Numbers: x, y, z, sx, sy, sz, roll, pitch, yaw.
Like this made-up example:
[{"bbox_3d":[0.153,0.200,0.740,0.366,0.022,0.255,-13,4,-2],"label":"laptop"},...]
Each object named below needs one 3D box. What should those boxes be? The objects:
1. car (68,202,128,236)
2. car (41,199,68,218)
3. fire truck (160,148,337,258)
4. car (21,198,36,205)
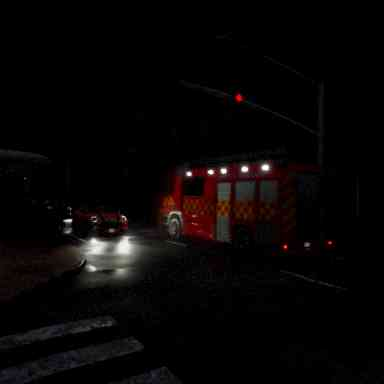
[{"bbox_3d":[-5.291,1.398,18.894,2.097,1.767,4.553,2,-1,-32],"label":"car"},{"bbox_3d":[-12.256,1.418,29.928,2.097,1.767,4.553,2,-1,-32],"label":"car"},{"bbox_3d":[1.732,0.473,14.577,2.891,3.827,8.468,2,-1,-32],"label":"fire truck"},{"bbox_3d":[-24.209,1.626,49.005,1.812,1.442,4.674,2,-1,-32],"label":"car"}]
